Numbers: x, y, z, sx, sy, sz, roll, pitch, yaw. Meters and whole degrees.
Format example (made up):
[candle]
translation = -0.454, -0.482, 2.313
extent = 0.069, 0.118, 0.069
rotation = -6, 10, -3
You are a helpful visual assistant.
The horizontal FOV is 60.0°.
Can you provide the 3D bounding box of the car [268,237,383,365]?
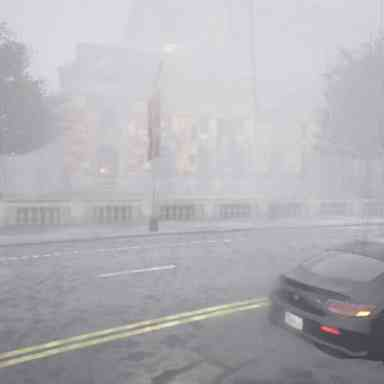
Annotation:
[car]
translation = 3.362, 1.468, 5.224
extent = 4.674, 1.442, 1.812
rotation = 0, 0, -26
